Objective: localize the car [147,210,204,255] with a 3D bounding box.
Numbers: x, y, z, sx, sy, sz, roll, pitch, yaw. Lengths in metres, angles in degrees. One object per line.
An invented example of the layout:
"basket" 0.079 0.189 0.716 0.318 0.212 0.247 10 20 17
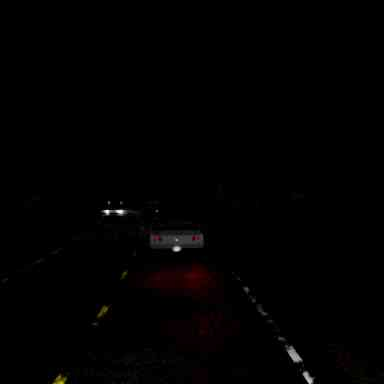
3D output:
"car" -0.707 1.615 13.347 1.895 1.301 4.718 0 0 -5

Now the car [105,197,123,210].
"car" -10.347 1.407 44.094 2.097 1.767 4.553 0 0 -18

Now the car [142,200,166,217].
"car" -3.602 1.513 31.466 1.882 1.535 5.008 0 0 -12
